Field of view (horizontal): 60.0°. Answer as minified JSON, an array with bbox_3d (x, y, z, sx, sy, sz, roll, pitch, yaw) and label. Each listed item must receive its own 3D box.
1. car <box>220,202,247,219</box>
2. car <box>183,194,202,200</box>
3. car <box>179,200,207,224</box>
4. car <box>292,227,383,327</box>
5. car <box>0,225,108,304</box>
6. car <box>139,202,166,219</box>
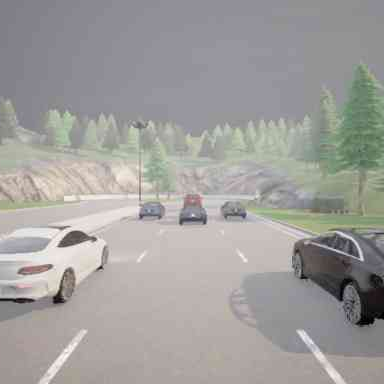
[{"bbox_3d":[3.594,1.548,29.392,2.033,1.411,5.357,0,0,0],"label":"car"},{"bbox_3d":[0.084,1.222,40.973,2.150,2.045,5.566,0,0,0],"label":"car"},{"bbox_3d":[0.079,1.565,24.906,1.994,1.385,4.181,0,0,0],"label":"car"},{"bbox_3d":[3.599,1.492,7.009,2.128,1.511,4.902,0,0,0],"label":"car"},{"bbox_3d":[-3.401,1.526,8.001,1.812,1.442,4.674,0,0,0],"label":"car"},{"bbox_3d":[-3.407,1.548,29.048,2.033,1.411,5.357,0,0,0],"label":"car"}]
